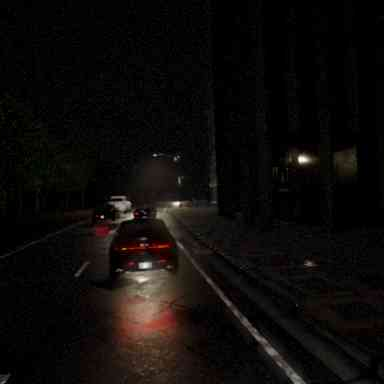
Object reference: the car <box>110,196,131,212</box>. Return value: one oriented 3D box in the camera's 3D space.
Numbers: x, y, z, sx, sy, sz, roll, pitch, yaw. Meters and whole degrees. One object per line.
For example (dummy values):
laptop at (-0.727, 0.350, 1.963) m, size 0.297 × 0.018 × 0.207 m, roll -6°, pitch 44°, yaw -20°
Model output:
car at (-8.827, 1.571, 40.703) m, size 2.150 × 2.045 × 5.566 m, roll -2°, pitch 0°, yaw -3°

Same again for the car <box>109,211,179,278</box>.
car at (-1.556, 1.585, 10.581) m, size 1.837 × 1.490 × 4.892 m, roll -2°, pitch 0°, yaw -9°

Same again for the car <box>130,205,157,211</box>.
car at (-4.005, 1.776, 28.876) m, size 1.895 × 1.301 × 4.718 m, roll -2°, pitch 0°, yaw -6°

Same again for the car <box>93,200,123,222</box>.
car at (-7.663, 1.807, 29.931) m, size 1.837 × 1.490 × 4.892 m, roll -2°, pitch 0°, yaw -5°
